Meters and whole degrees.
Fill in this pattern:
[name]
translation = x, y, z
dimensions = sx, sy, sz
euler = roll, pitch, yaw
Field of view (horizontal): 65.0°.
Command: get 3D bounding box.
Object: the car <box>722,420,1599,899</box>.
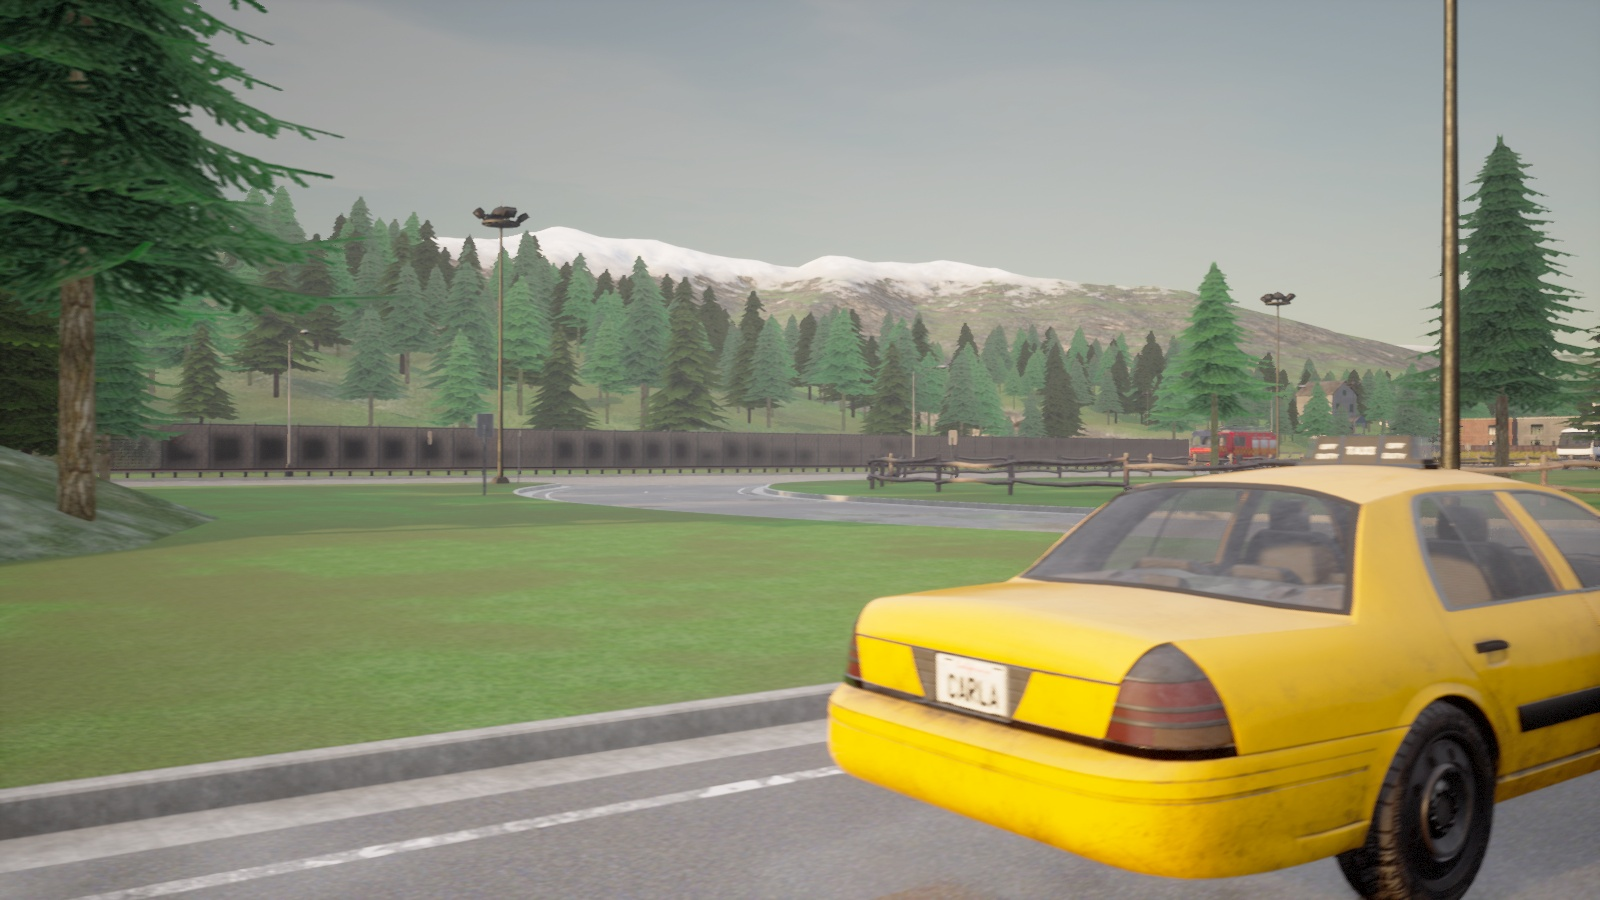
[car]
translation = 2.437, 0.696, 5.357
dimensions = 5.366, 1.575, 1.801
euler = -1, 0, -35
